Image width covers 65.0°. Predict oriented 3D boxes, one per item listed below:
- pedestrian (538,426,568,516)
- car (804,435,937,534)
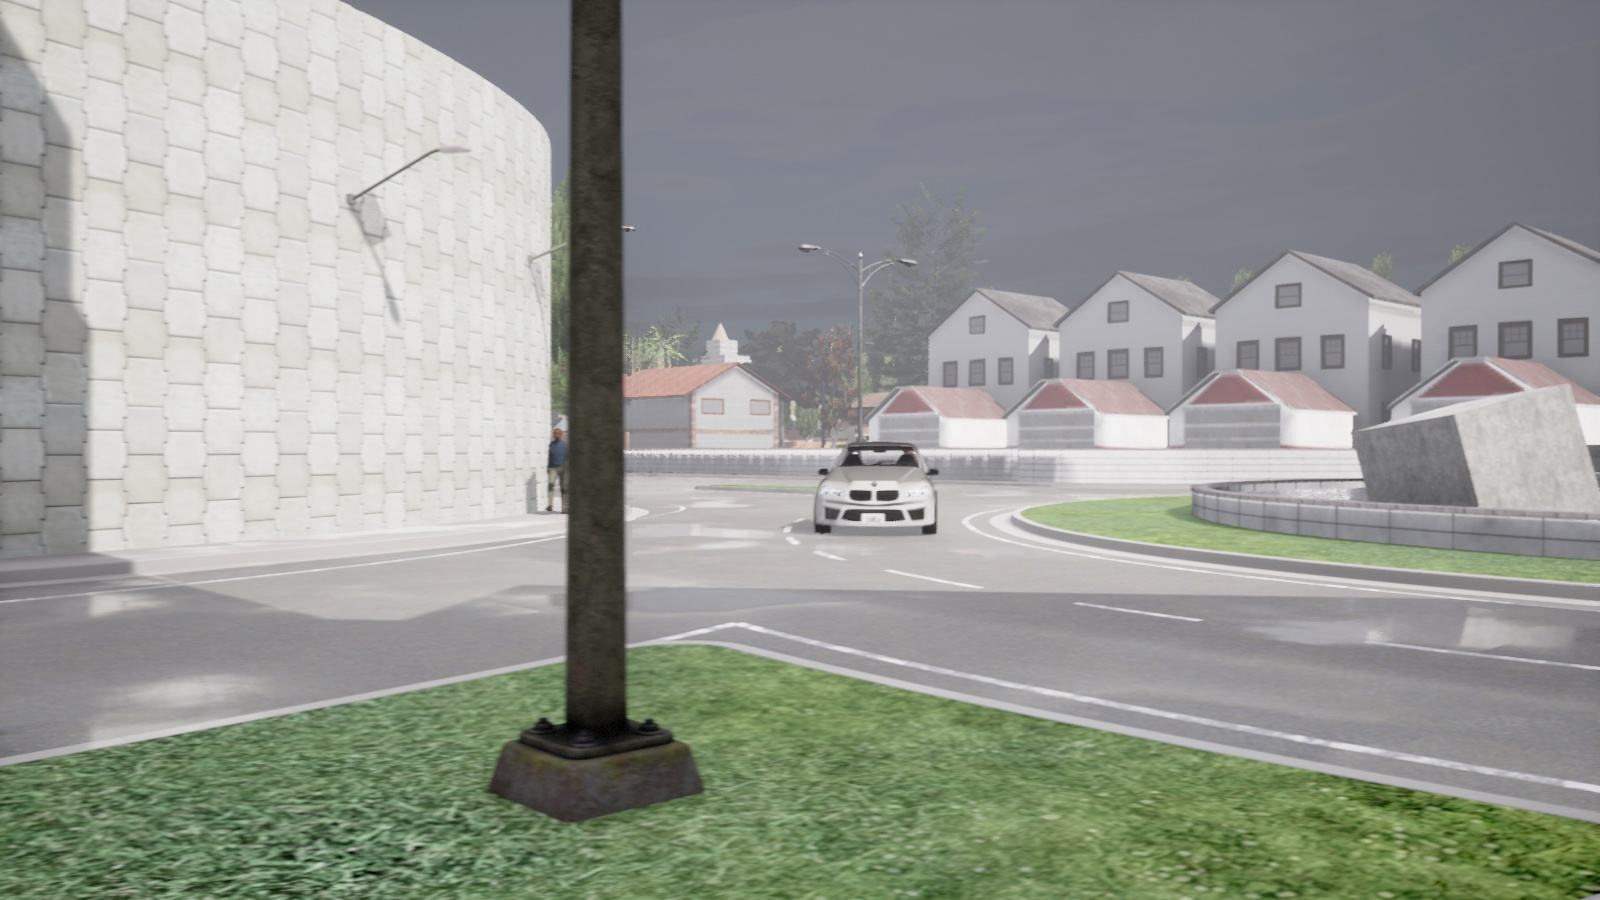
[{"bbox_3d":[-5.108,0.430,25.962,0.370,1.835,0.726,0,0,9],"label":"pedestrian"},{"bbox_3d":[1.440,0.588,23.634,2.242,1.667,4.611,0,0,7],"label":"car"}]
